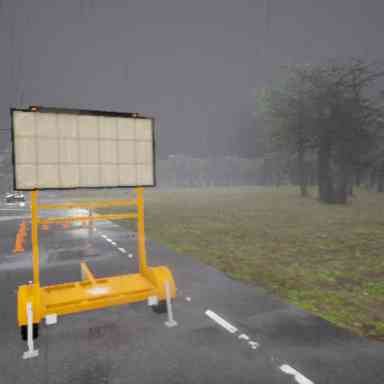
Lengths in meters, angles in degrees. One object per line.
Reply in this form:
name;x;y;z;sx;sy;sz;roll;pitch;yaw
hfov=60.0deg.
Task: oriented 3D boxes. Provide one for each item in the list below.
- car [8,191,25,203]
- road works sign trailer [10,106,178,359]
car;-25.973;0.568;49.237;2.097;1.767;4.553;-2;2;-25
road works sign trailer;-1.864;0.341;6.044;2.380;3.560;2.880;-2;2;-25
